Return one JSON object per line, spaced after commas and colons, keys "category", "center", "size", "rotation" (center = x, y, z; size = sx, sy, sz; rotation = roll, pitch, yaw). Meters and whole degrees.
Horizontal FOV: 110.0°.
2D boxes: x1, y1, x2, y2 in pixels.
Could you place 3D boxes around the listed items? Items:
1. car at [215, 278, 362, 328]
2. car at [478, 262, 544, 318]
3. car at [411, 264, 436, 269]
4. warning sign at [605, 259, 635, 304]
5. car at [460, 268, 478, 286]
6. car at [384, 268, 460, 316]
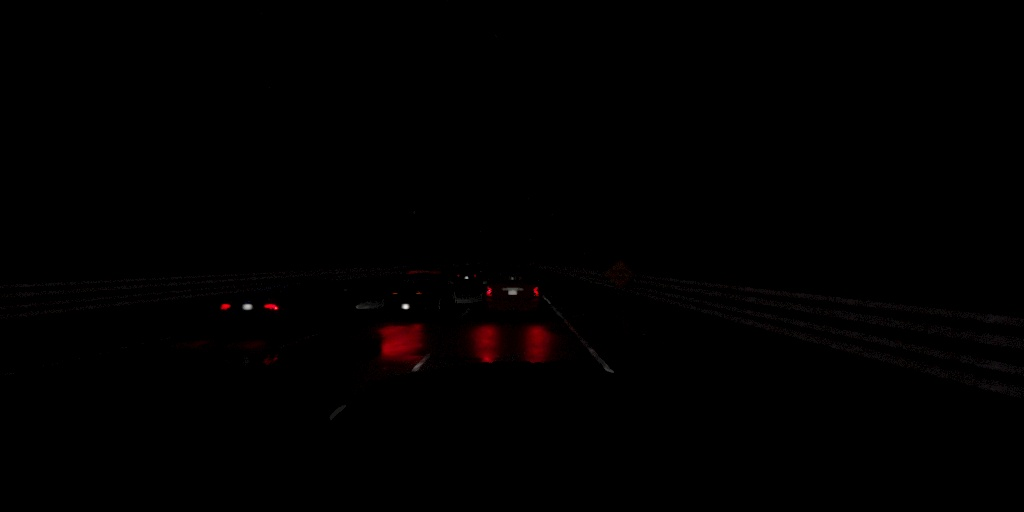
{"category": "car", "center": [-6.977, 1.430, 11.985], "size": [2.033, 1.411, 5.357], "rotation": [0, -1, 0]}
{"category": "car", "center": [0.042, 1.261, 13.993], "size": [2.097, 1.767, 4.553], "rotation": [0, -1, 1]}
{"category": "car", "center": [-6.961, 1.454, 29.004], "size": [2.097, 1.767, 4.553], "rotation": [0, -1, 0]}
{"category": "warning sign", "center": [4.546, 1.041, 15.280], "size": [1.300, 1.860, 1.060], "rotation": [0, 0, 0]}
{"category": "car", "center": [-3.459, 1.673, 29.418], "size": [1.994, 1.385, 4.181], "rotation": [0, -1, 0]}
{"category": "car", "center": [-3.458, 1.417, 14.145], "size": [1.837, 1.490, 4.892], "rotation": [0, 0, 0]}
